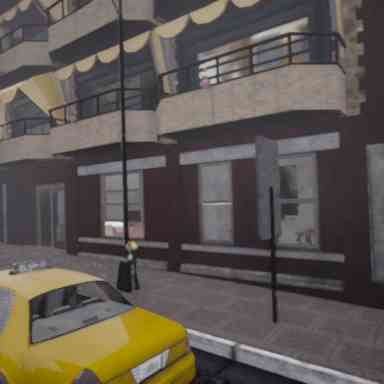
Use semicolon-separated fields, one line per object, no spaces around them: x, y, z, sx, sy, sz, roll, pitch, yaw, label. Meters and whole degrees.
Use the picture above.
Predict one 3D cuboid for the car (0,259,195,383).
-2.251;1.568;4.353;4.829;1.417;1.752;-1;-2;36;car
